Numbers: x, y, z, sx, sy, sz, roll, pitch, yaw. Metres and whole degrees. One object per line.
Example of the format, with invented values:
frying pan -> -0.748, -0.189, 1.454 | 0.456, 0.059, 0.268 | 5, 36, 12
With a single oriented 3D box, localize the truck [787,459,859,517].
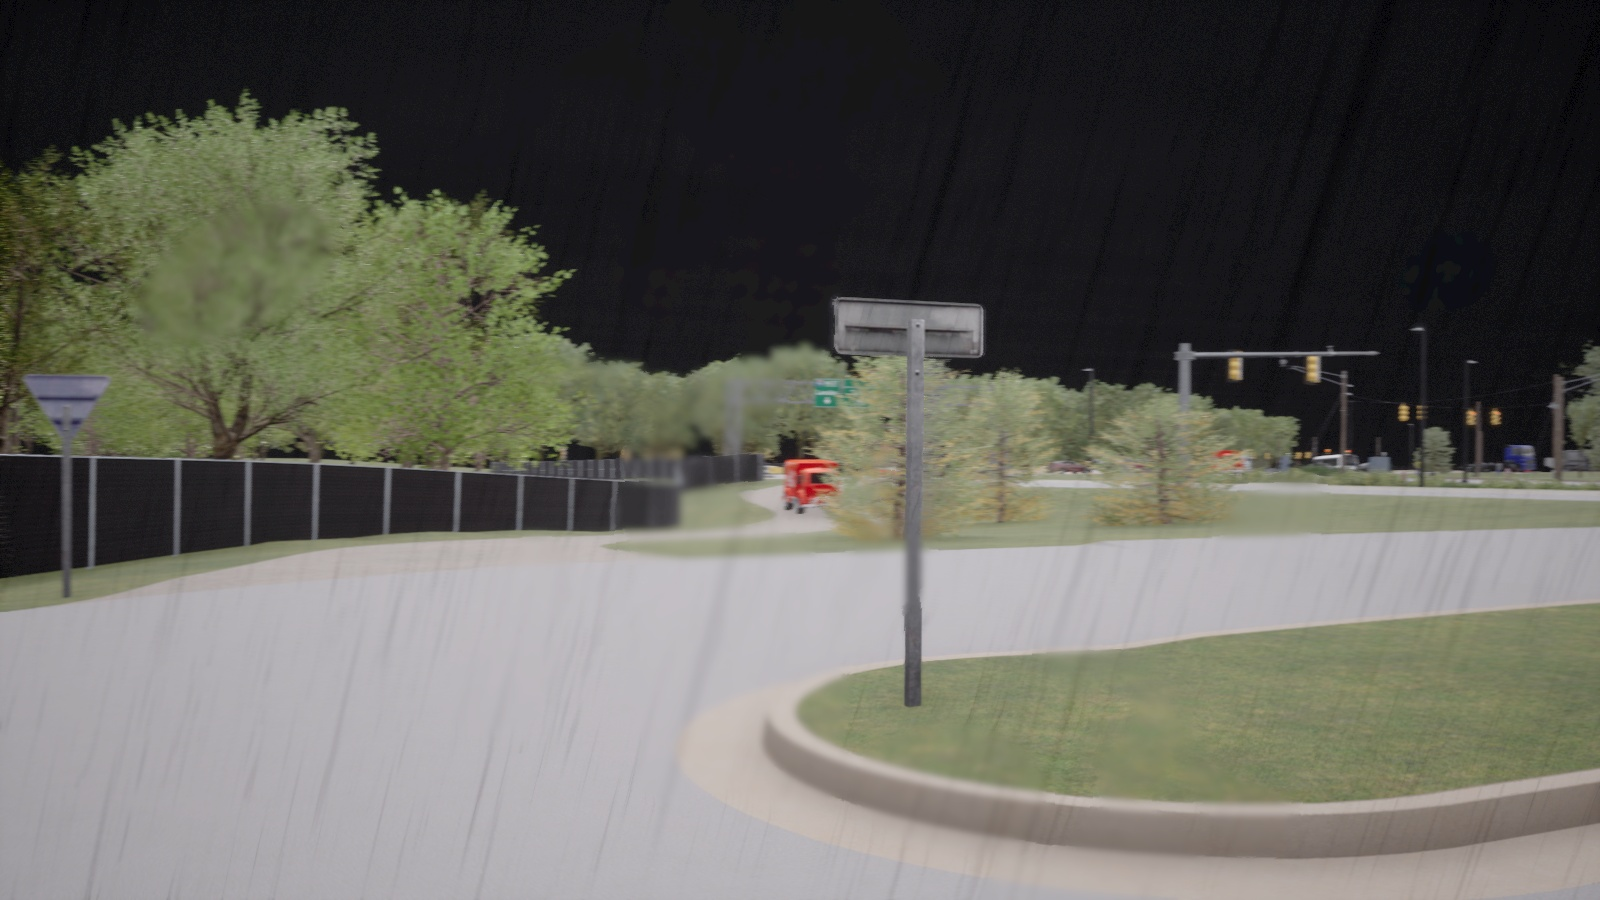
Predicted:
truck -> 1.034, 1.773, 60.499 | 2.627, 2.467, 5.204 | 0, 2, -9
